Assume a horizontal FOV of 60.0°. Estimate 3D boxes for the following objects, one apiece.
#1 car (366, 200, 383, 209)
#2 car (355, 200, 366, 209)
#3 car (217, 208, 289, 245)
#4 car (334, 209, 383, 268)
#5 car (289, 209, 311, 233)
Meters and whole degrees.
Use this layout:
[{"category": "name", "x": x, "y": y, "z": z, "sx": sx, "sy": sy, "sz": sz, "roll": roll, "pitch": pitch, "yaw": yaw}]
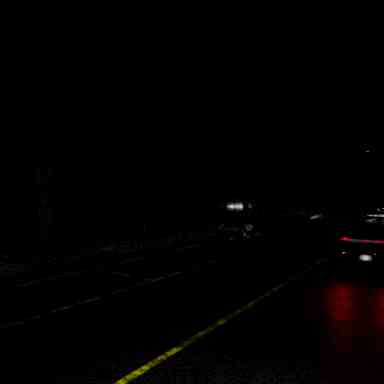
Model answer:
[{"category": "car", "x": 20.791, "y": 1.629, "z": 36.518, "sx": 1.837, "sy": 1.490, "sz": 4.892, "roll": -1, "pitch": -1, "yaw": 36}, {"category": "car", "x": 22.582, "y": 1.715, "z": 43.466, "sx": 1.887, "sy": 1.381, "sz": 4.507, "roll": -2, "pitch": -1, "yaw": 36}, {"category": "car", "x": 2.906, "y": 1.580, "z": 16.335, "sx": 1.967, "sy": 1.590, "sz": 4.097, "roll": -2, "pitch": -1, "yaw": 36}, {"category": "car", "x": 6.017, "y": 1.533, "z": 10.784, "sx": 2.128, "sy": 1.511, "sz": 4.902, "roll": -1, "pitch": -1, "yaw": 36}, {"category": "car", "x": 6.188, "y": 1.729, "z": 20.855, "sx": 1.802, "sy": 1.307, "sz": 4.206, "roll": -2, "pitch": -1, "yaw": 36}]
